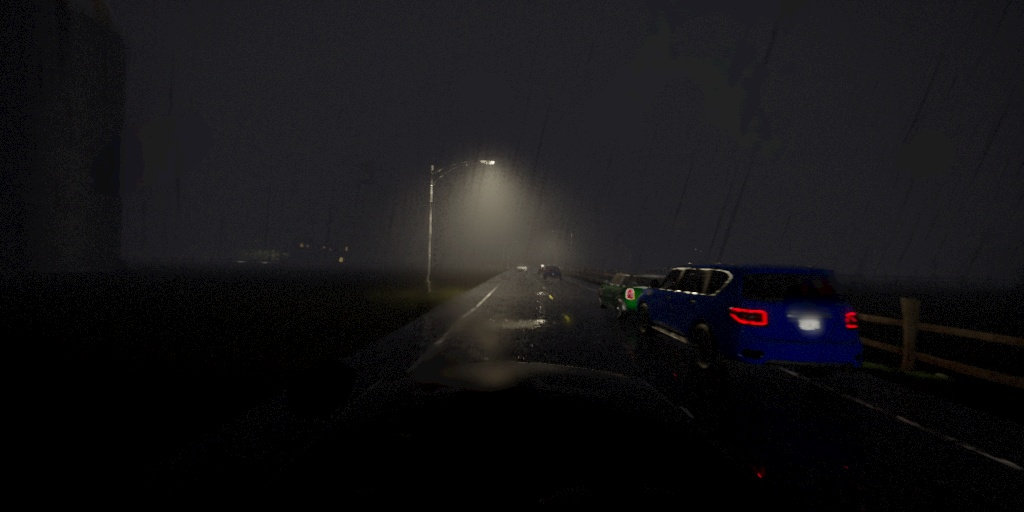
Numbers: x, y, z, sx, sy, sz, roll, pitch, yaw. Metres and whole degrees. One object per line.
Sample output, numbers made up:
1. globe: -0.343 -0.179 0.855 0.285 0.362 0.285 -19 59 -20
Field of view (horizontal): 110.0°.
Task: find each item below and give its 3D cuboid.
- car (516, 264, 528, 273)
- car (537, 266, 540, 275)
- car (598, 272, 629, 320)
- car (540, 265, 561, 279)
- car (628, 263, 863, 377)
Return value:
1. car: 1.721 2.163 62.713 1.812 1.442 4.674 2 -1 2
2. car: 5.019 2.119 55.943 2.128 1.511 4.902 2 -1 2
3. car: 4.816 1.392 14.098 2.097 1.767 4.553 2 -1 2
4. car: 4.675 1.897 42.255 1.882 1.535 5.008 2 -1 2
5. car: 4.642 1.184 8.163 2.150 2.045 5.566 2 -1 2
